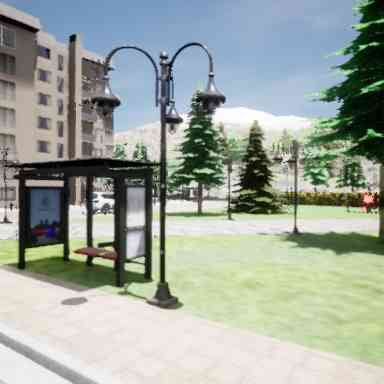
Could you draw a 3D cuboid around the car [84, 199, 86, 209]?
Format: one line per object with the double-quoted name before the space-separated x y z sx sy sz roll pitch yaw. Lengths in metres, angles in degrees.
"car" -8.112 1.041 33.419 2.150 2.045 5.566 0 0 36
